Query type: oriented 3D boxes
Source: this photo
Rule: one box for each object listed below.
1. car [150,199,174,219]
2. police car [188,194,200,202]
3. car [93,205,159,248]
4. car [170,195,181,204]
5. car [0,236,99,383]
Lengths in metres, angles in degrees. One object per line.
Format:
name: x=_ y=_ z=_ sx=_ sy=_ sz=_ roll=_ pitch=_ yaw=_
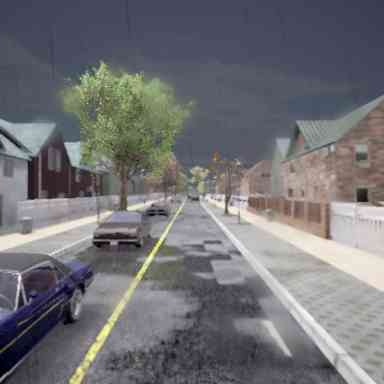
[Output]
car: x=-2.858 y=1.553 z=29.032 sx=1.895 sy=1.301 sz=4.718 roll=0 pitch=0 yaw=0
police car: x=0.718 y=1.319 z=71.016 sx=1.930 sy=1.638 sz=5.238 roll=0 pitch=0 yaw=0
car: x=-2.891 y=1.522 z=15.027 sx=2.033 sy=1.411 sz=5.357 roll=0 pitch=0 yaw=0
car: x=-2.985 y=1.420 z=61.644 sx=1.837 sy=1.490 sz=4.892 roll=0 pitch=0 yaw=0
car: x=-2.863 y=1.595 z=4.342 sx=1.895 sy=1.301 sz=4.718 roll=0 pitch=0 yaw=0
